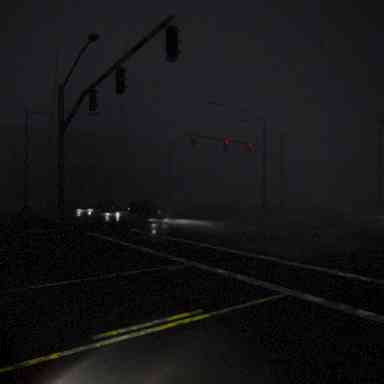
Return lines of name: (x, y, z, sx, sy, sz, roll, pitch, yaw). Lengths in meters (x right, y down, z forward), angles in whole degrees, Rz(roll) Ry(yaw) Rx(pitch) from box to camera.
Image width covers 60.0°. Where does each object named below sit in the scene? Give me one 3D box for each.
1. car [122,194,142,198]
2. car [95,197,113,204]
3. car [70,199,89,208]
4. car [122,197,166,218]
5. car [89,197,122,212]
car: (-13.671, 1.524, 72.533, 1.812, 1.442, 4.674, 0, 0, 30)
car: (-16.502, 1.601, 62.705, 1.895, 1.301, 4.718, 0, 0, 3)
car: (-15.742, 1.601, 46.804, 1.895, 1.301, 4.718, 0, 0, -32)
car: (-4.219, 1.491, 30.608, 2.128, 1.511, 4.902, 0, 0, -36)
car: (-10.018, 1.564, 38.684, 1.994, 1.385, 4.181, 0, 0, -35)
